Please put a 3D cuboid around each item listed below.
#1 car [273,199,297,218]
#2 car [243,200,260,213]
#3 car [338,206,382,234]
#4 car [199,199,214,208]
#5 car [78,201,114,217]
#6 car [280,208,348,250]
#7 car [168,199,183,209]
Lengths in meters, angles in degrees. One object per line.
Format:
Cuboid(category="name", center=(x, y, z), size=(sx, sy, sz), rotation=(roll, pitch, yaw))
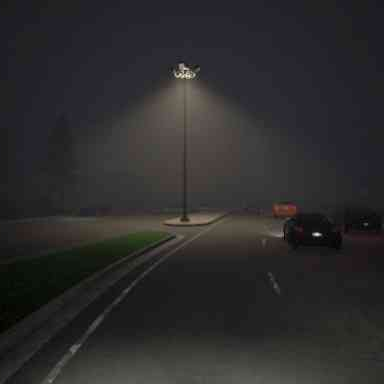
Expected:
Cuboid(category="car", center=(9.074, 1.556, 32.547), size=(2.097, 1.767, 4.553), rotation=(0, 0, 12))
Cuboid(category="car", center=(7.555, 1.786, 41.741), size=(1.812, 1.442, 4.674), rotation=(0, -1, 13))
Cuboid(category="car", center=(9.957, 1.605, 20.429), size=(1.882, 1.535, 5.008), rotation=(0, 0, 12))
Cuboid(category="car", center=(2.617, 1.901, 56.709), size=(2.033, 1.411, 5.357), rotation=(0, 0, 13))
Cuboid(category="car", center=(-9.747, 1.690, 34.146), size=(1.882, 1.535, 5.008), rotation=(0, 0, 13))
Cuboid(category="car", center=(5.293, 1.658, 15.029), size=(1.994, 1.385, 4.181), rotation=(0, 0, 11))
Cuboid(category="car", center=(-2.315, 1.843, 50.992), size=(1.812, 1.442, 4.674), rotation=(0, 0, 13))
